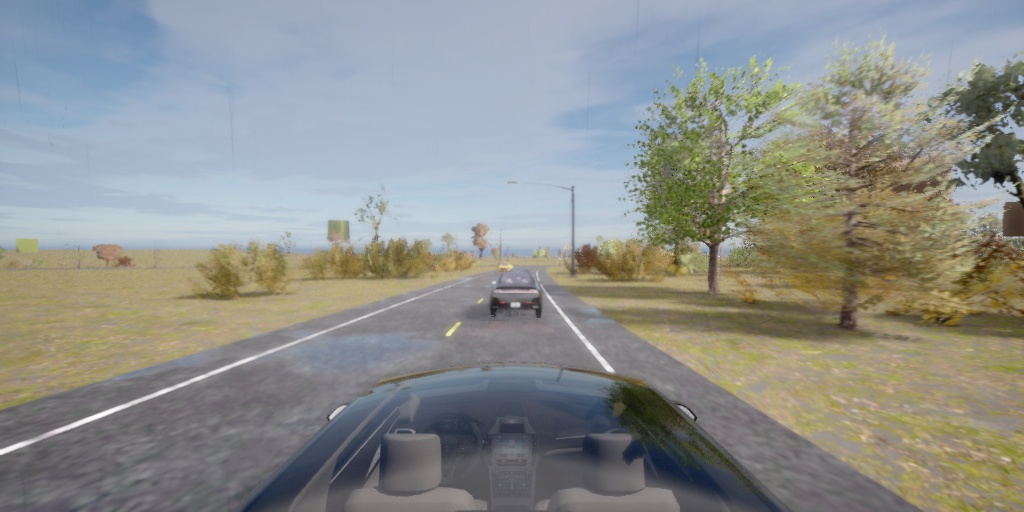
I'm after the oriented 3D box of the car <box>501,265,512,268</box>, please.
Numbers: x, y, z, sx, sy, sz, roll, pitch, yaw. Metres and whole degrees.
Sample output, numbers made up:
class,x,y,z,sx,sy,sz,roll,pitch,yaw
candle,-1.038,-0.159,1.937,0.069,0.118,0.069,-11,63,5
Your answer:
class,x,y,z,sx,sy,sz,roll,pitch,yaw
car,0.519,1.605,26.834,2.033,1.411,5.357,0,-1,3

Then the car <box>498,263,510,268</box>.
class,x,y,z,sx,sy,sz,roll,pitch,yaw
car,-1.126,1.897,59.532,1.882,1.535,5.008,0,-1,5

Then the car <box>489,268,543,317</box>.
class,x,y,z,sx,sy,sz,roll,pitch,yaw
car,0.185,1.394,13.949,2.128,1.511,4.902,0,-1,2
